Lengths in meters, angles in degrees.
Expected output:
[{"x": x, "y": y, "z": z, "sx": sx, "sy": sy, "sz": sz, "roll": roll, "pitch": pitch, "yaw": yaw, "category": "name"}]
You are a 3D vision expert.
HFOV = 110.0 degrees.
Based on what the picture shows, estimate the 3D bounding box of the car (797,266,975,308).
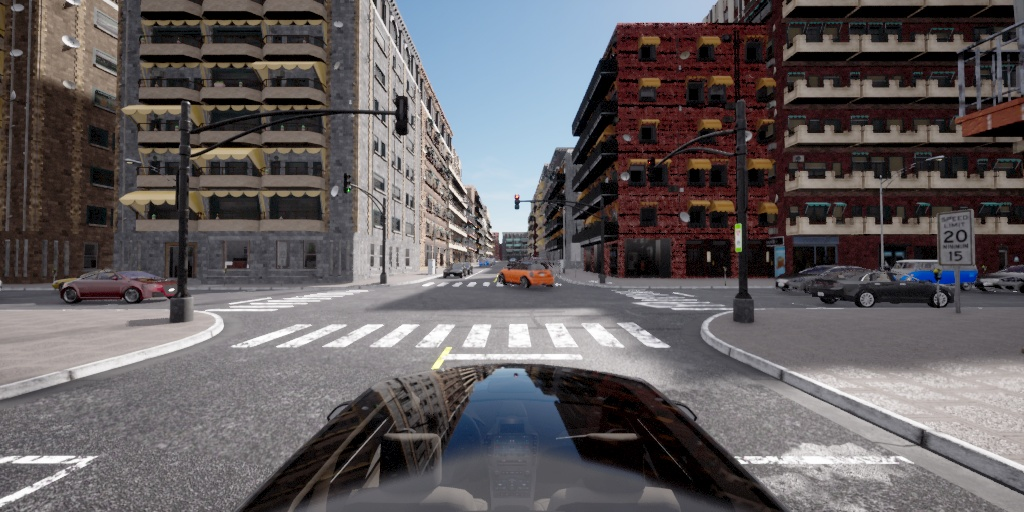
[{"x": 13.758, "y": 1.185, "z": 13.425, "sx": 4.403, "sy": 1.370, "sz": 2.007, "roll": 0, "pitch": 0, "yaw": 0, "category": "car"}]

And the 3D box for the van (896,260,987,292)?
[{"x": 24.925, "y": 1.115, "z": 21.265, "sx": 3.998, "sy": 1.789, "sz": 1.690, "roll": 0, "pitch": 0, "yaw": 0, "category": "van"}]

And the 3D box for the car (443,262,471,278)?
[{"x": -5.279, "y": 1.328, "z": 33.694, "sx": 1.948, "sy": 1.339, "sz": 4.313, "roll": 0, "pitch": 0, "yaw": 0, "category": "car"}]

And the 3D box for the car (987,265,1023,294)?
[{"x": 27.427, "y": 1.207, "z": 18.803, "sx": 4.902, "sy": 1.511, "sz": 2.128, "roll": 0, "pitch": -1, "yaw": 0, "category": "car"}]

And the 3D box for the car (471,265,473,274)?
[{"x": -5.273, "y": 1.331, "z": 39.255, "sx": 1.948, "sy": 1.339, "sz": 4.313, "roll": 0, "pitch": 0, "yaw": 0, "category": "car"}]

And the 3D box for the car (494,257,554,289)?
[{"x": 0.907, "y": 1.174, "z": 24.584, "sx": 2.097, "sy": 1.767, "sz": 4.553, "roll": -1, "pitch": 1, "yaw": -29, "category": "car"}]

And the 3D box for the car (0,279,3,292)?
[{"x": -26.680, "y": 1.027, "z": 16.055, "sx": 5.566, "sy": 2.045, "sz": 2.150, "roll": 0, "pitch": -1, "yaw": 0, "category": "car"}]

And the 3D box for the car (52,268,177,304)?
[{"x": -17.192, "y": 1.339, "z": 16.014, "sx": 4.181, "sy": 1.385, "sz": 1.994, "roll": 0, "pitch": -1, "yaw": 0, "category": "car"}]

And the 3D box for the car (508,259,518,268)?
[{"x": 0.168, "y": 1.329, "z": 63.892, "sx": 1.837, "sy": 1.490, "sz": 4.892, "roll": 0, "pitch": 0, "yaw": 0, "category": "car"}]

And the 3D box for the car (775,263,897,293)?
[{"x": 16.604, "y": 1.234, "z": 18.846, "sx": 4.902, "sy": 1.511, "sz": 2.128, "roll": 0, "pitch": -1, "yaw": 0, "category": "car"}]
